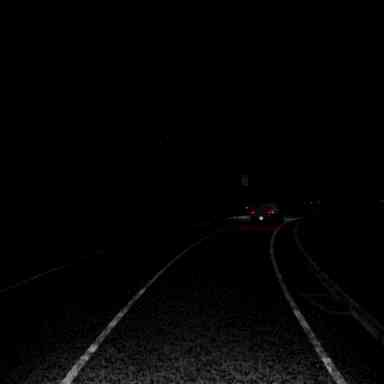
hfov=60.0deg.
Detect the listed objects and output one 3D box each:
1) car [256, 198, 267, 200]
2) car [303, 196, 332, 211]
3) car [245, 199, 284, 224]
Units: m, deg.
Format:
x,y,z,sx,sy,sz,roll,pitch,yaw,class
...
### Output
x,y,z,sx,sy,sz,roll,pitch,yaw,class
7.312,1.484,34.826,2.097,1.767,4.553,-3,-2,34,car
14.745,1.232,39.051,2.097,1.767,4.553,-5,-2,39,car
5.574,1.529,24.517,1.812,1.442,4.674,-2,-1,23,car
